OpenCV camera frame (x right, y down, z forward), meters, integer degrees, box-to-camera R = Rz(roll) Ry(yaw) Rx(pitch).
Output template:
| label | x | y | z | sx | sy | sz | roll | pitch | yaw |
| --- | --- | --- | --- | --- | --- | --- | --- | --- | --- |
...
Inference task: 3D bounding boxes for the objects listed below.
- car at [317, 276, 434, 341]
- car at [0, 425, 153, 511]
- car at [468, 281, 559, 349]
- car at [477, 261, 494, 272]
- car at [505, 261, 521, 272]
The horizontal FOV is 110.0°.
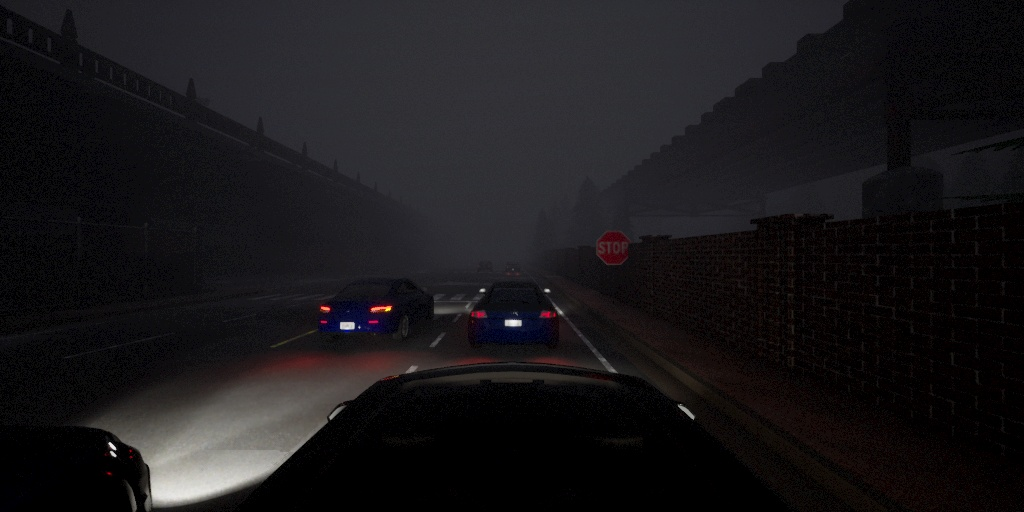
| label | x | y | z | sx | sy | sz | roll | pitch | yaw |
| --- | --- | --- | --- | --- | --- | --- | --- | --- | --- |
| car | -3.413 | 1.276 | 9.719 | 1.812 | 1.442 | 4.674 | 0 | 0 | 0 |
| car | -3.398 | 1.314 | 0.623 | 1.994 | 1.385 | 4.181 | 0 | 0 | 0 |
| car | 0.069 | 1.314 | 9.197 | 1.994 | 1.385 | 4.181 | 0 | 0 | 1 |
| car | -3.401 | 1.297 | 45.854 | 2.033 | 1.411 | 5.357 | 0 | 0 | -1 |
| car | 0.094 | 1.350 | 46.016 | 1.895 | 1.301 | 4.718 | 0 | 0 | -1 |
